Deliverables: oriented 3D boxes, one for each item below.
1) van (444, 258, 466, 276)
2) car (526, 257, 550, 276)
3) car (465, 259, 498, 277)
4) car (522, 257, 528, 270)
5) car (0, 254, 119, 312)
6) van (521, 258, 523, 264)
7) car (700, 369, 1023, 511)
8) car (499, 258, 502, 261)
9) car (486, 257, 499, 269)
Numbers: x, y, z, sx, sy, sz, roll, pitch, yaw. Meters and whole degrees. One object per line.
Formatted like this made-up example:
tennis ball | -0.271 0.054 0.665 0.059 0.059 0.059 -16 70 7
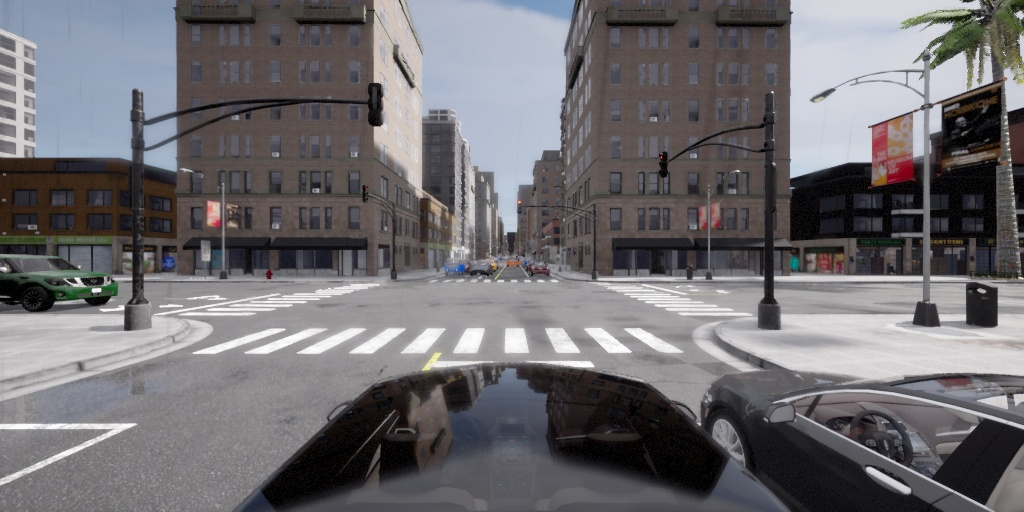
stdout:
van | -5.783 1.093 36.431 1.690 1.789 3.998 0 0 0
car | 2.743 1.192 36.413 1.967 1.591 4.097 0 0 0
car | -2.997 1.300 36.621 2.033 1.411 5.357 0 0 4
car | 2.771 1.193 47.751 1.967 1.591 4.097 0 0 0
car | -18.522 0.949 13.578 5.566 2.045 2.150 0 0 0
van | 2.798 1.094 59.090 1.690 1.789 3.998 0 0 0
car | 2.668 1.300 1.763 2.007 1.370 4.403 0 0 0
car | -2.969 1.354 56.241 1.895 1.301 4.718 0 0 0
car | -3.001 1.231 46.323 1.882 1.535 5.008 0 0 0
